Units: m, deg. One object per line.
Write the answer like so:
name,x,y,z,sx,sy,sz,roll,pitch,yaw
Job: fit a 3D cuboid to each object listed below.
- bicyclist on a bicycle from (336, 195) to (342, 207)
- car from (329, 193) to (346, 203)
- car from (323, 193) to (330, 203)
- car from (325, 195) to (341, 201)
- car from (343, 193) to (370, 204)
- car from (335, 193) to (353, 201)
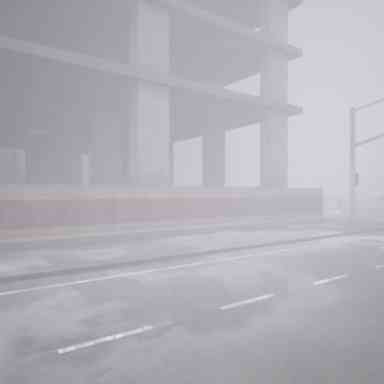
bicyclist on a bicycle,19.796,1.265,44.758,1.656,1.620,0.582,0,0,-36
car,28.520,1.388,63.361,3.905,1.438,1.784,0,0,-35
car,26.930,1.177,65.524,4.605,1.855,1.932,0,0,-35
car,34.409,1.394,81.151,3.905,1.438,1.784,0,0,-35
car,30.190,1.420,60.997,3.806,1.475,1.970,0,0,-35
car,36.028,1.183,78.749,4.605,1.855,1.932,0,0,-35
